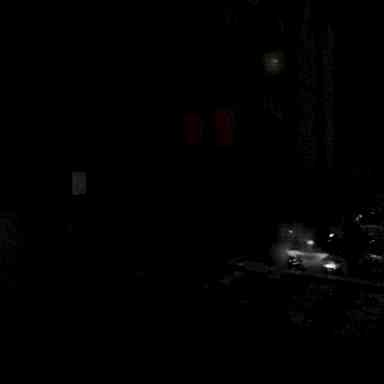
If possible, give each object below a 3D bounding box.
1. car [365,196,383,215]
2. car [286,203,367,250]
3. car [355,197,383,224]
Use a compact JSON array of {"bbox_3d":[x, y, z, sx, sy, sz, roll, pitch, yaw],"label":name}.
[{"bbox_3d":[17.416,1.166,30.420,2.033,1.411,5.357,0,1,36],"label":"car"},{"bbox_3d":[5.649,1.353,13.815,2.033,1.411,5.357,0,1,35],"label":"car"},{"bbox_3d":[11.412,1.275,21.945,1.994,1.385,4.181,0,1,36],"label":"car"}]
